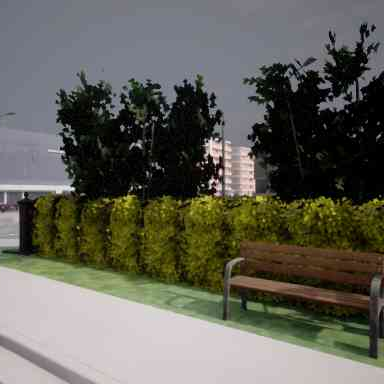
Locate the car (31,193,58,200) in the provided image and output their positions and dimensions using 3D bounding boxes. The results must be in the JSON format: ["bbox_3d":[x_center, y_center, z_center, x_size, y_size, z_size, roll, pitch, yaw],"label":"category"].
[{"bbox_3d":[-15.236,1.167,36.874,2.150,2.045,5.566,0,0,36],"label":"car"}]

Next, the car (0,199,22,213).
[{"bbox_3d":[-19.062,1.502,37.544,2.033,1.411,5.357,0,0,35],"label":"car"}]
